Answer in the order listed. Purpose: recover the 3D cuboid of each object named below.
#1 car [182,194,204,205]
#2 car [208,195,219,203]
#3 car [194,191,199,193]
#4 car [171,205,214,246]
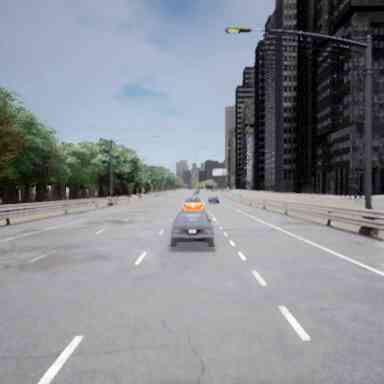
[{"bbox_3d":[0.118,1.317,32.881,2.097,1.767,4.553,0,0,0],"label":"car"},{"bbox_3d":[4.019,1.349,62.564,1.812,1.442,4.674,0,0,1],"label":"car"},{"bbox_3d":[0.815,1.147,87.399,1.895,1.301,4.718,0,1,1],"label":"car"},{"bbox_3d":[0.024,1.556,15.246,2.033,1.411,5.357,0,0,0],"label":"car"}]
